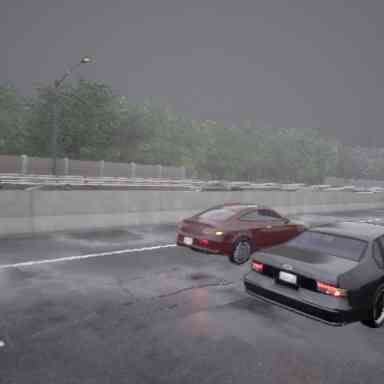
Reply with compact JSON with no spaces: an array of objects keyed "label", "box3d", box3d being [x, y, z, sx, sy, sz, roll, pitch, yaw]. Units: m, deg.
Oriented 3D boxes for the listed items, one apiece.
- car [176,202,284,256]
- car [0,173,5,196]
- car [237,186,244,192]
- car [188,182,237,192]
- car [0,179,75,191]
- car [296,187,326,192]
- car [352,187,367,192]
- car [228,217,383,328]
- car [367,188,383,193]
[{"label":"car","box3d":[1.675,1.045,9.728,4.674,1.442,1.812,0,4,-40]},{"label":"car","box3d":[-15.705,-0.578,22.584,5.008,1.535,1.882,0,4,-40]},{"label":"car","box3d":[3.913,-0.369,39.042,4.718,1.301,1.895,0,4,-40]},{"label":"car","box3d":[1.822,-0.231,32.767,4.892,1.490,1.837,1,4,-40]},{"label":"car","box3d":[-7.214,0.292,16.055,4.181,1.385,1.994,0,4,-40]},{"label":"car","box3d":[11.072,0.288,31.366,5.008,1.535,1.882,1,4,-40]},{"label":"car","box3d":[32.109,-0.249,62.803,5.008,1.535,1.882,1,4,-40]},{"label":"car","box3d":[3.348,1.324,6.575,5.357,1.411,2.033,0,4,-40]},{"label":"car","box3d":[34.355,0.072,60.138,5.357,1.411,2.033,1,4,-40]}]
